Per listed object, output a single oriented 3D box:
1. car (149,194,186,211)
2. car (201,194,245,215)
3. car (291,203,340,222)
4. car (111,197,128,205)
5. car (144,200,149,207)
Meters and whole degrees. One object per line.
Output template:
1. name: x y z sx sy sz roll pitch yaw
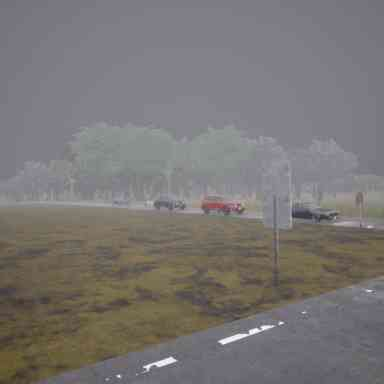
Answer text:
1. car: -3.060 1.363 44.417 2.150 2.045 5.566 -2 1 -36
2. car: 3.203 1.305 35.732 2.150 2.045 5.566 -2 1 -35
3. car: 9.260 1.606 27.350 2.033 1.411 5.357 -2 1 -36
4. car: -14.074 1.777 64.720 2.128 1.511 4.902 -2 0 -36
5. car: -5.947 1.663 53.463 1.812 1.442 4.674 -2 0 -36
